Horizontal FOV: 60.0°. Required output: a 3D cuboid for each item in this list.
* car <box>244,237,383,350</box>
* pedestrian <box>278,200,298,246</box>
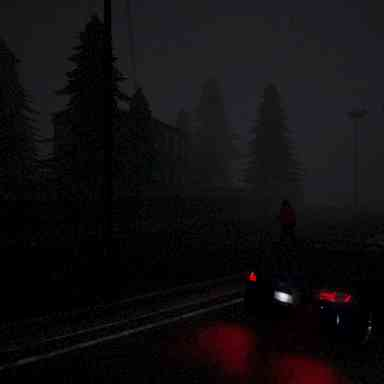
[{"bbox_3d":[2.925,1.564,6.330,4.181,1.385,1.994,0,0,-40],"label":"car"},{"bbox_3d":[3.512,1.141,12.201,0.375,1.860,0.375,0,0,-43],"label":"pedestrian"}]
